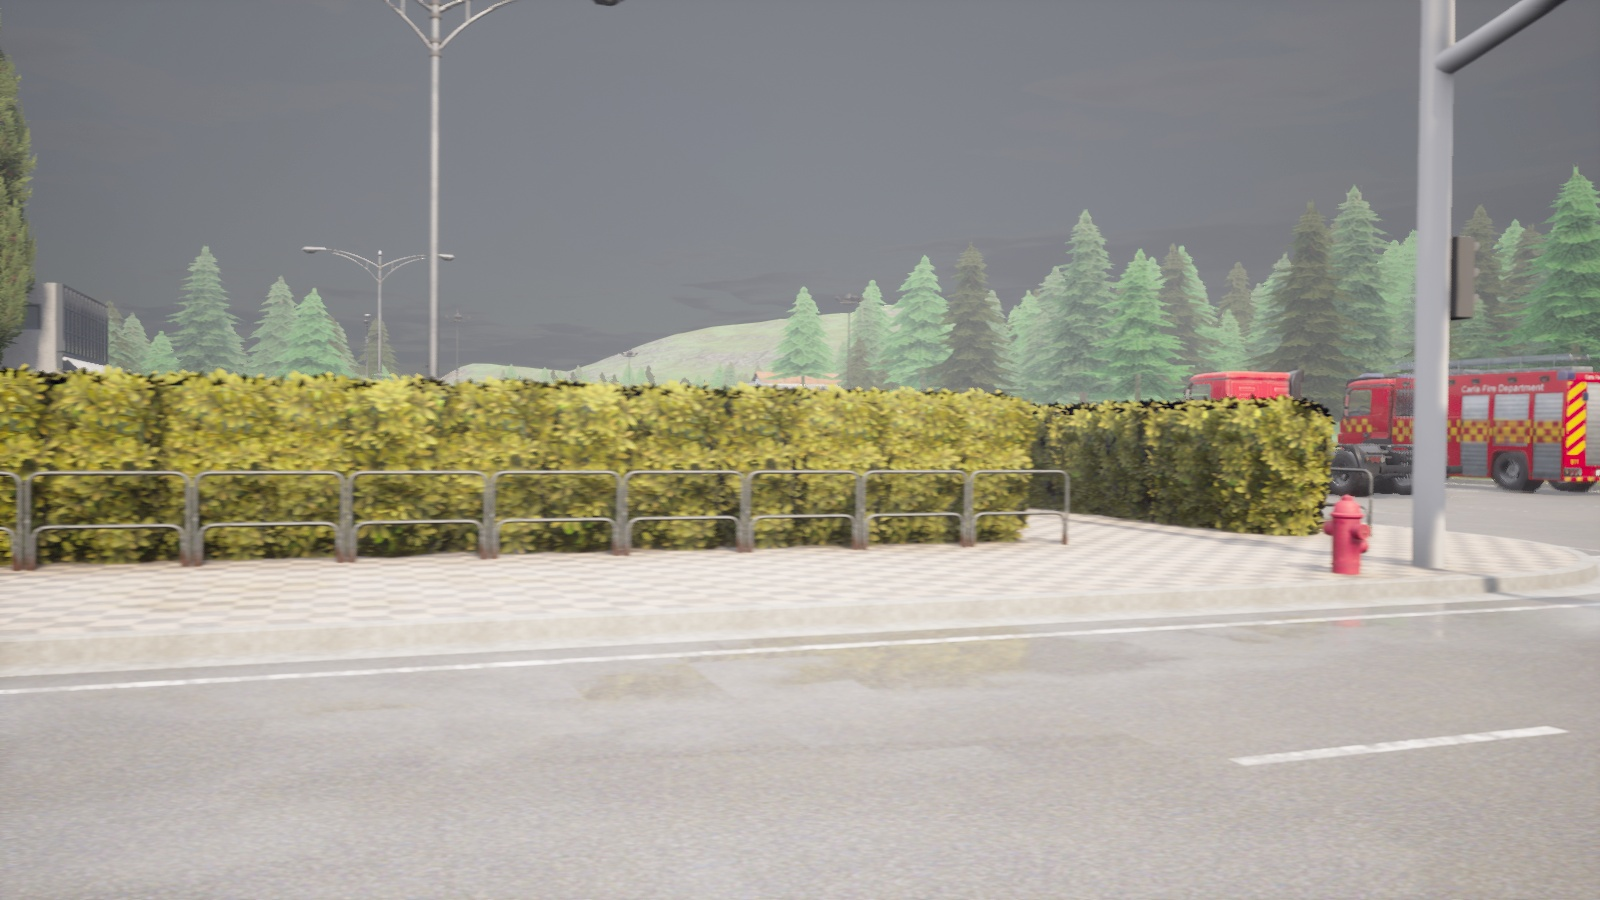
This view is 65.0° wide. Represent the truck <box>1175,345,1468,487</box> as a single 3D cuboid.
[{"bbox_3d":[14.061,-0.897,34.771,2.891,3.462,7.936,-1,1,-20],"label":"truck"}]

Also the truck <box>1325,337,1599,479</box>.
[{"bbox_3d":[20.256,-1.201,38.215,2.891,3.827,8.468,-1,1,-20],"label":"truck"}]
